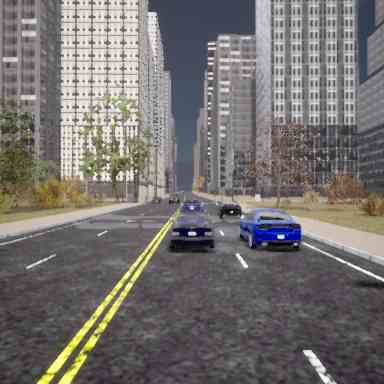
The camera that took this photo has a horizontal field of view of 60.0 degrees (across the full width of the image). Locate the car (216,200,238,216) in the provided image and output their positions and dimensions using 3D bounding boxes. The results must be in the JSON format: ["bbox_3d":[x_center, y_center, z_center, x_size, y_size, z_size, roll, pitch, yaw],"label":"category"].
[{"bbox_3d":[3.261,1.478,29.627,1.882,1.535,5.008,0,0,0],"label":"car"}]

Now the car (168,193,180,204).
[{"bbox_3d":[-3.228,1.285,62.625,2.150,2.045,5.566,0,0,0],"label":"car"}]

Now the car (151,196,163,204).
[{"bbox_3d":[-6.477,1.519,62.655,1.837,1.490,4.892,0,0,0],"label":"car"}]

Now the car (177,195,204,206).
[{"bbox_3d":[0.011,1.360,29.599,2.097,1.767,4.553,0,0,0],"label":"car"}]

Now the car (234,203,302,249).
[{"bbox_3d":[3.255,1.484,14.626,1.882,1.535,5.008,0,0,0],"label":"car"}]

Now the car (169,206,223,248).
[{"bbox_3d":[0.005,1.562,14.627,2.033,1.411,5.357,0,0,0],"label":"car"}]
